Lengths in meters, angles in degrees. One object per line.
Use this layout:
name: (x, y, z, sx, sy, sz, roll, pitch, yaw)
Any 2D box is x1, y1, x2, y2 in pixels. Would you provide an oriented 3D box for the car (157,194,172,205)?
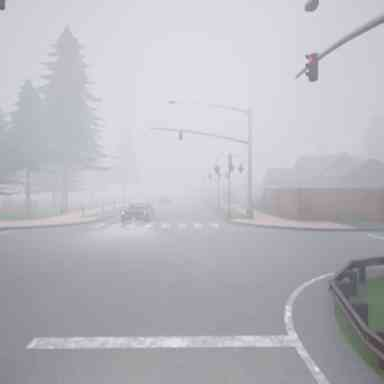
car: (-3.962, 1.066, 49.045, 1.837, 1.490, 4.892, 0, 0, 0)

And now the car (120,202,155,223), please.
car: (-3.819, 1.436, 23.899, 1.895, 1.301, 4.718, 0, 0, 0)

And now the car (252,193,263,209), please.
car: (8.940, 0.935, 36.763, 4.605, 1.855, 1.932, 0, 0, 0)
